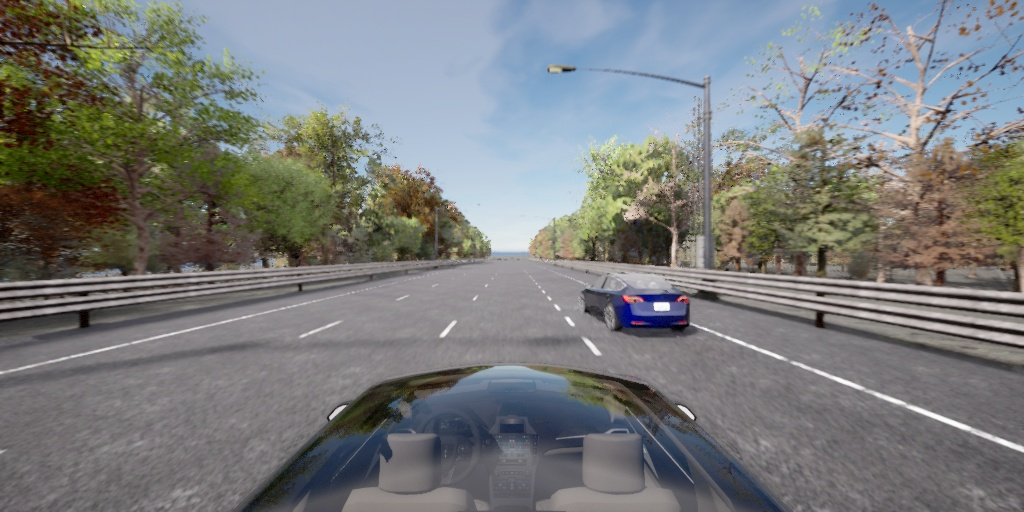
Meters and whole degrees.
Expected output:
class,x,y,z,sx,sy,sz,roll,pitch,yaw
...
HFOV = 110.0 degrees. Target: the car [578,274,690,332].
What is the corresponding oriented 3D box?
class,x,y,z,sx,sy,sz,roll,pitch,yaw
car,3.449,1.253,10.903,2.163,1.488,4.792,0,0,-3
